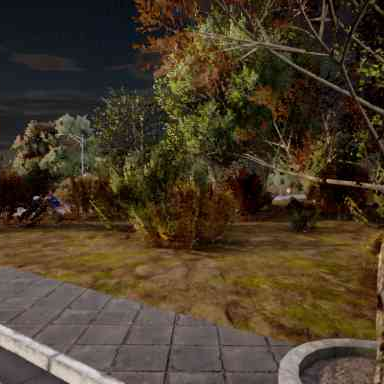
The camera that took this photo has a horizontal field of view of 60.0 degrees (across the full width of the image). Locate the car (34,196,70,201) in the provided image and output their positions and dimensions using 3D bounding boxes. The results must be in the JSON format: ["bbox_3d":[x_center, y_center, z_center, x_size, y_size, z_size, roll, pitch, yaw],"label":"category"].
[{"bbox_3d":[-17.523,1.247,41.286,1.882,1.535,5.008,0,0,32],"label":"car"}]

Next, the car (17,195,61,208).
[{"bbox_3d":[-20.038,1.222,43.862,1.882,1.535,5.008,0,0,32],"label":"car"}]
